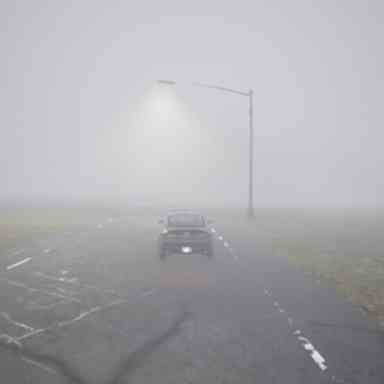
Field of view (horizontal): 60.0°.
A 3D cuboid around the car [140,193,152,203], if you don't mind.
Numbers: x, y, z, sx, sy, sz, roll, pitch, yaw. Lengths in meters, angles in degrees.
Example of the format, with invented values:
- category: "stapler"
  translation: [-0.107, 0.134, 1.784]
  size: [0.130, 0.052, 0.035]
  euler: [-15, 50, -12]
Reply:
- category: "car"
  translation: [-7.824, 0.999, 56.453]
  size: [2.128, 1.511, 4.902]
  euler: [0, 1, -8]

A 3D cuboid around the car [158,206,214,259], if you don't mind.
- category: "car"
  translation: [-0.229, 1.495, 12.569]
  size: [1.837, 1.490, 4.892]
  euler: [0, 0, -1]

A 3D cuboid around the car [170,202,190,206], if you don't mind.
- category: "car"
  translation: [-0.916, 1.453, 25.465]
  size: [2.033, 1.411, 5.357]
  euler: [0, 0, -4]
